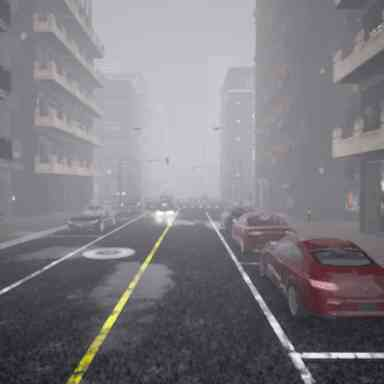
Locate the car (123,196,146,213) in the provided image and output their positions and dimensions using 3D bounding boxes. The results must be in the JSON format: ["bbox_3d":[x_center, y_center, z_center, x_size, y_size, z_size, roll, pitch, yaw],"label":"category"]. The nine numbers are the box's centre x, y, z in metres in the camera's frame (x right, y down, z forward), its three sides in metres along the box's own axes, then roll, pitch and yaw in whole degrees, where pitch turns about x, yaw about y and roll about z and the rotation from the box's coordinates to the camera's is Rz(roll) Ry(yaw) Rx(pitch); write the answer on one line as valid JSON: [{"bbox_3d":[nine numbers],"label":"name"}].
[{"bbox_3d":[-5.487,1.130,31.202,1.967,1.590,4.097,-1,1,0],"label":"car"}]

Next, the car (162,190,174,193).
[{"bbox_3d":[-5.402,0.585,73.176,2.192,1.841,5.009,-1,1,0],"label":"car"}]

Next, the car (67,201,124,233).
[{"bbox_3d":[-5.343,1.370,18.129,2.008,1.369,4.403,-1,1,0],"label":"car"}]

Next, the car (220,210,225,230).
[{"bbox_3d":[2.537,1.384,18.255,1.947,1.339,4.313,-1,1,0],"label":"car"}]

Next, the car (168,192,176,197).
[{"bbox_3d":[-5.415,0.684,89.790,1.802,1.307,4.206,-1,1,0],"label":"car"}]

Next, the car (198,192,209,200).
[{"bbox_3d":[2.487,0.908,67.589,1.802,1.307,4.206,-1,1,0],"label":"car"}]

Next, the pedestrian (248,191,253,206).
[{"bbox_3d":[6.970,0.752,39.671,0.375,1.860,0.375,-1,1,0],"label":"pedestrian"}]

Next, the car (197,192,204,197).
[{"bbox_3d":[2.459,0.591,95.283,1.887,1.381,4.507,-1,1,0],"label":"car"}]

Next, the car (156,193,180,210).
[{"bbox_3d":[-2.807,1.131,36.417,2.128,1.511,4.902,0,0,0],"label":"car"}]

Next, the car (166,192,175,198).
[{"bbox_3d":[-5.410,0.685,84.082,1.752,1.417,4.829,-1,1,0],"label":"car"}]

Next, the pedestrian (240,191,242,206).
[{"bbox_3d":[5.969,0.743,40.871,0.375,1.860,0.375,-1,1,0],"label":"pedestrian"}]

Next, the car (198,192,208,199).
[{"bbox_3d":[2.481,0.821,73.127,2.008,1.369,4.403,-1,1,0],"label":"car"}]

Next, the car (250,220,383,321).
[{"bbox_3d":[2.549,1.512,6.927,1.802,1.307,4.206,-1,1,0],"label":"car"}]

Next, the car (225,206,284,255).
[{"bbox_3d":[2.543,1.419,12.591,1.887,1.381,4.507,-1,1,0],"label":"car"}]
